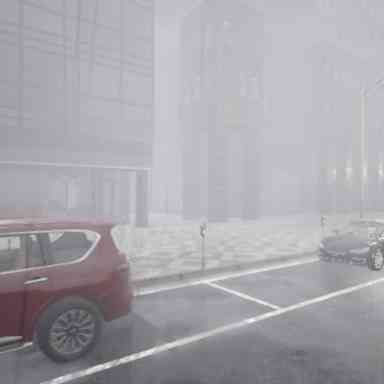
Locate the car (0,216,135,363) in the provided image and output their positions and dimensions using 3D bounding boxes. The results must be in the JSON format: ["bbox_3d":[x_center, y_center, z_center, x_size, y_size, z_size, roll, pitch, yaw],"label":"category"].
[{"bbox_3d":[-3.207,1.315,4.360,5.009,1.841,2.192,0,0,-36],"label":"car"}]

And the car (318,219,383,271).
[{"bbox_3d":[5.919,1.580,10.885,4.403,1.369,2.008,0,0,-36],"label":"car"}]
